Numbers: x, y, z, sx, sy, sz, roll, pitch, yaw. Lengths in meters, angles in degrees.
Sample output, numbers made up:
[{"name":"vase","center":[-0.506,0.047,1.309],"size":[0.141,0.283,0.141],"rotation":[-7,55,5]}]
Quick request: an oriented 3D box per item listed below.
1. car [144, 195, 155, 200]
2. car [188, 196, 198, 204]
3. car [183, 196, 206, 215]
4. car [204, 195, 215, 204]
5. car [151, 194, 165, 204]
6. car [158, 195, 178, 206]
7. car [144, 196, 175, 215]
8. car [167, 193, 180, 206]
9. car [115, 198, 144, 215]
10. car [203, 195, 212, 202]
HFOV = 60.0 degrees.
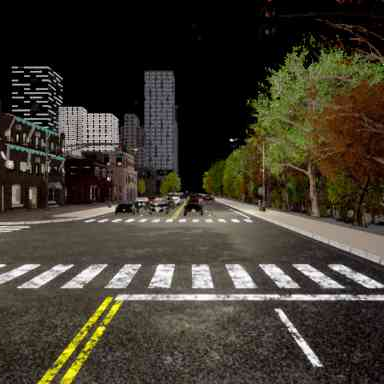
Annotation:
[{"name":"car","center":[-6.504,1.477,42.832],"size":[2.128,1.511,4.902],"rotation":[0,0,0]},{"name":"car","center":[0.231,1.501,65.214],"size":[1.812,1.442,4.674],"rotation":[0,0,0]},{"name":"car","center":[0.163,1.495,34.212],"size":[1.837,1.490,4.892],"rotation":[0,0,0]},{"name":"car","center":[3.480,1.468,64.015],"size":[2.128,1.511,4.902],"rotation":[0,0,0]},{"name":"car","center":[-6.425,1.329,62.643],"size":[2.097,1.767,4.553],"rotation":[0,0,1]},{"name":"car","center":[-3.244,1.490,44.504],"size":[1.837,1.490,4.892],"rotation":[0,0,0]},{"name":"car","center":[-3.272,1.481,34.262],"size":[2.128,1.511,4.902],"rotation":[0,0,0]},{"name":"car","center":[-3.206,1.202,55.229],"size":[2.150,2.045,5.566],"rotation":[0,0,1]},{"name":"car","center":[-6.524,1.553,33.955],"size":[1.994,1.385,4.181],"rotation":[0,0,0]},{"name":"car","center":[3.399,1.448,74.284],"size":[1.882,1.535,5.008],"rotation":[0,0,0]}]
